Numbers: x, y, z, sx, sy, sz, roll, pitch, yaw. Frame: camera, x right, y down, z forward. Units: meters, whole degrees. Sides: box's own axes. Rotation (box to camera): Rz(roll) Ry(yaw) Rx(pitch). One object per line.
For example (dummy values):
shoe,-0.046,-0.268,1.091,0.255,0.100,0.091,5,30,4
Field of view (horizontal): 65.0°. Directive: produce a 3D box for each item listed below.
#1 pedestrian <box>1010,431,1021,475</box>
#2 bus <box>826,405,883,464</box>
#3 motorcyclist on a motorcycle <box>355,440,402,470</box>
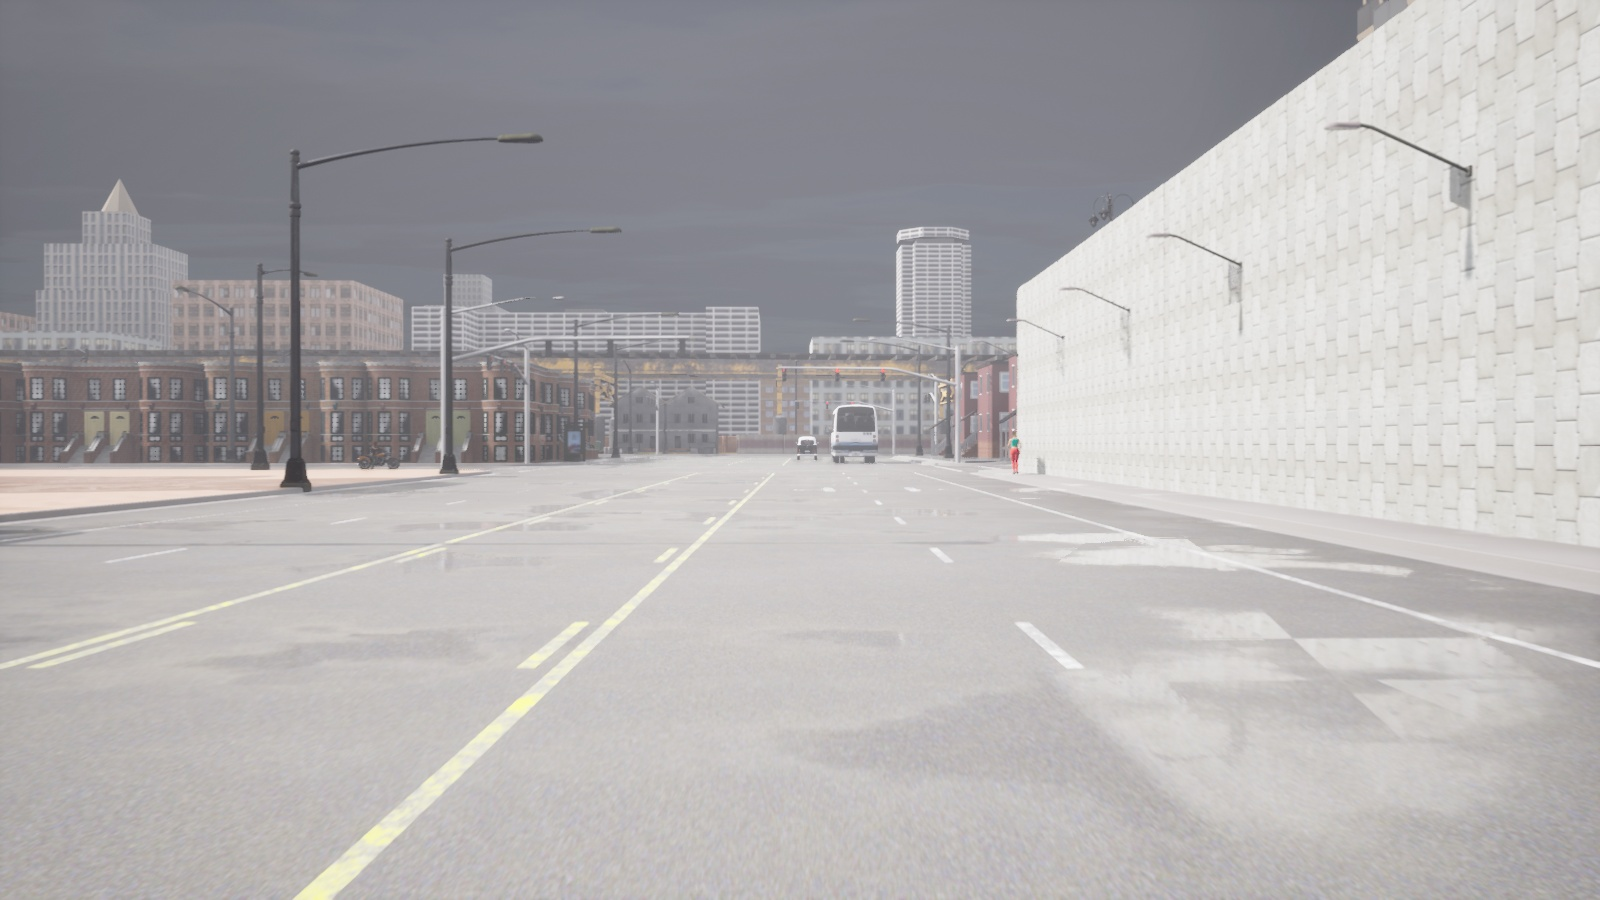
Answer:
pedestrian,9.085,0.110,52.983,0.345,1.836,0.594,0,0,1
bus,4.058,-1.166,95.794,3.944,4.253,10.273,0,0,0
motorcyclist on a motorcycle,-23.759,0.279,70.791,2.350,1.649,0.766,0,0,0
